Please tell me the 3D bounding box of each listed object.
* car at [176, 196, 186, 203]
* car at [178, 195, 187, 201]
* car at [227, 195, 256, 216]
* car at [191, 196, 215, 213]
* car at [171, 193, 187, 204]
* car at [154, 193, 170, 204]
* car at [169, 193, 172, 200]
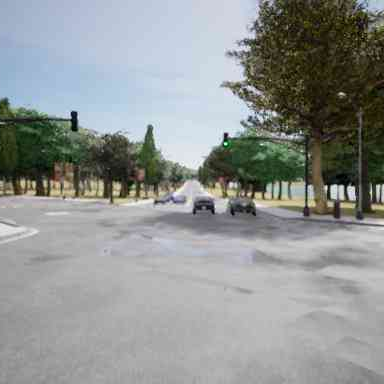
[{"bbox_3d":[-2.156,1.427,65.446,1.895,1.301,4.718,0,0,0],"label":"car"},{"bbox_3d":[-2.132,1.381,76.585,1.837,1.490,4.892,0,0,0],"label":"car"},{"bbox_3d":[4.321,1.093,29.515,2.097,1.767,4.553,3,0,1],"label":"car"},{"bbox_3d":[1.043,1.156,30.191,1.837,1.490,4.892,0,-2,1],"label":"car"},{"bbox_3d":[-2.175,1.331,56.577,1.812,1.442,4.674,0,0,0],"label":"car"},{"bbox_3d":[-5.423,1.365,57.099,2.033,1.411,5.357,0,0,0],"label":"car"},{"bbox_3d":[-5.402,1.391,67.145,2.033,1.411,5.357,0,0,0],"label":"car"}]
